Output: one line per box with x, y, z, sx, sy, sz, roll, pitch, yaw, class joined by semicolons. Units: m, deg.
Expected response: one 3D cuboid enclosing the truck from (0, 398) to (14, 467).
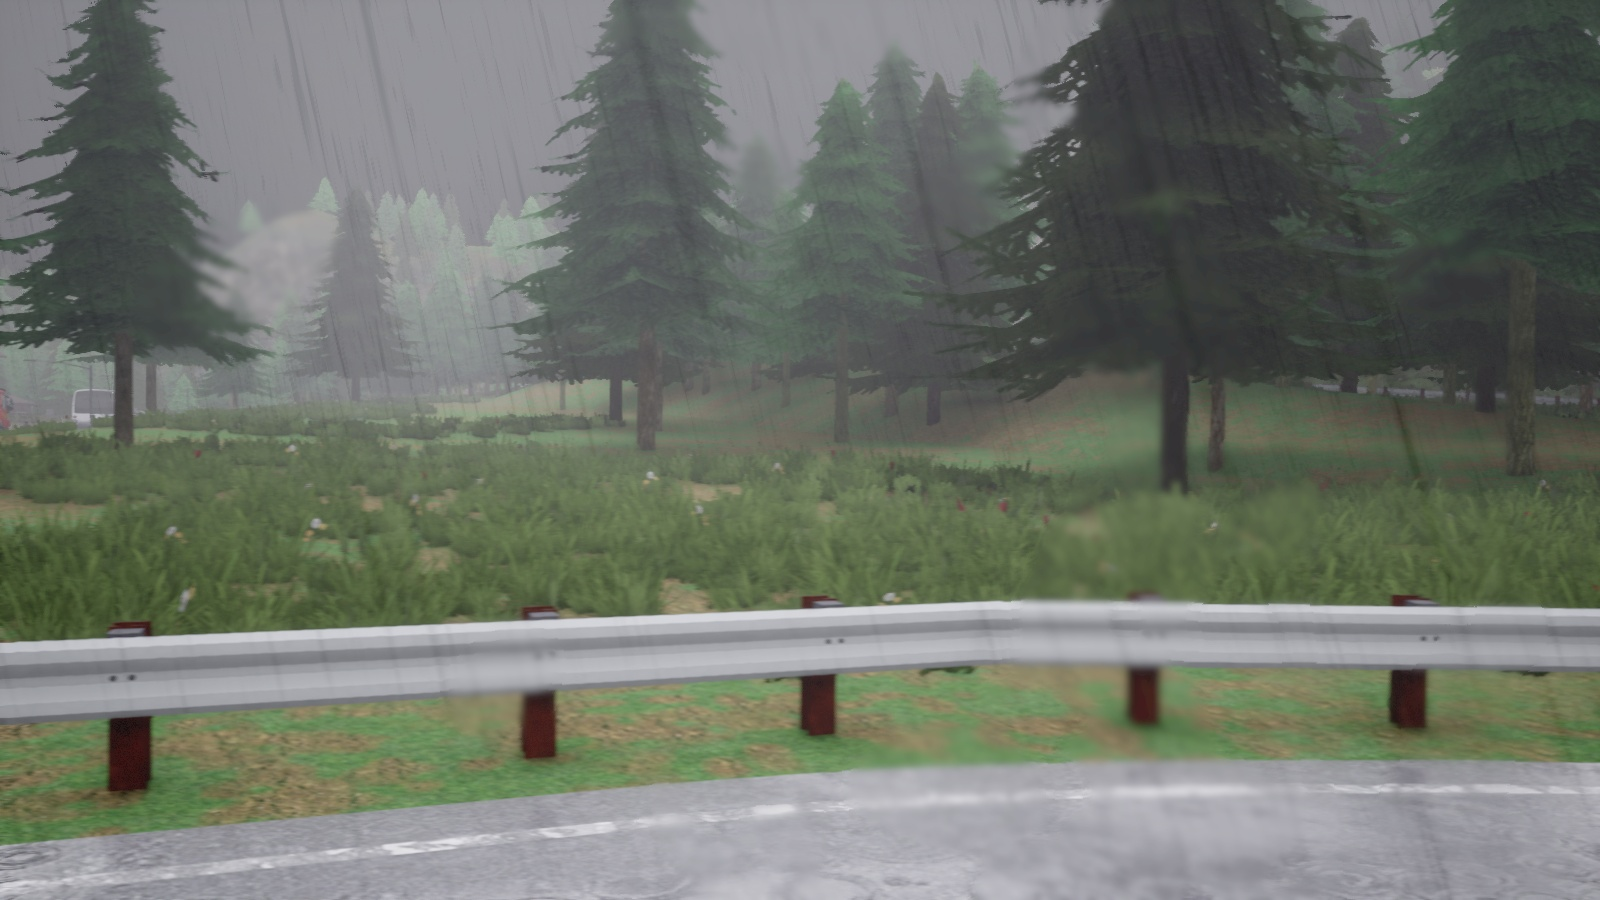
-45.156;-0.954;67.700;2.891;3.827;8.468;-1;1;-20;truck
